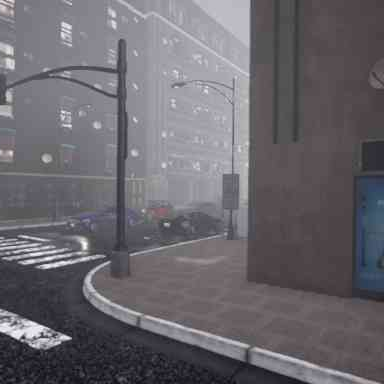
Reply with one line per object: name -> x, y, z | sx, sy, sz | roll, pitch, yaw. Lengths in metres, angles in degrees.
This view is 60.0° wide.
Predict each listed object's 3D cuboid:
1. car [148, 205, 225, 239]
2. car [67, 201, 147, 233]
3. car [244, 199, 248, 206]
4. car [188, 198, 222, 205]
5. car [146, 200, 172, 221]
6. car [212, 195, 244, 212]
car -> -0.007, 1.609, 17.684 | 1.947, 1.339, 4.313 | 1, 1, 35
car -> -5.106, 1.504, 19.833 | 1.812, 1.442, 4.674 | 1, 1, 35
car -> 6.384, 1.502, 40.506 | 1.802, 1.307, 4.206 | 1, 1, 35
car -> 0.562, 1.493, 27.920 | 1.812, 1.442, 4.674 | 1, 1, 35
car -> -3.245, 1.380, 26.784 | 1.967, 1.590, 4.097 | 1, 1, 35
car -> 3.177, 1.242, 35.930 | 2.192, 1.841, 5.009 | 1, 1, 35
